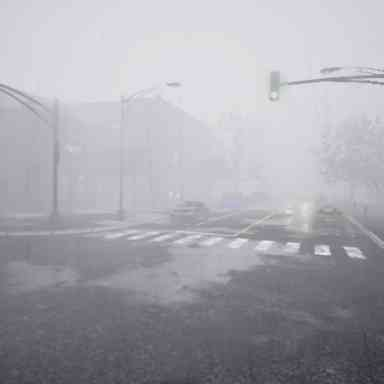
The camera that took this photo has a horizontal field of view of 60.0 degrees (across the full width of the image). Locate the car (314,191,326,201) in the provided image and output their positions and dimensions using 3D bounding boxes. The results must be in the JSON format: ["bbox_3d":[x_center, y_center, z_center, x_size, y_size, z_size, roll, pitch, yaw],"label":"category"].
[{"bbox_3d":[27.282,0.823,70.999,2.192,1.841,5.009,1,1,21],"label":"car"}]

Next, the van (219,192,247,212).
[{"bbox_3d":[3.872,0.911,32.386,1.690,1.788,3.998,1,1,21],"label":"van"}]

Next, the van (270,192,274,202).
[{"bbox_3d":[11.654,0.764,53.161,1.690,1.788,3.998,1,1,21],"label":"van"}]

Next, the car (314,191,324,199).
[{"bbox_3d":[31.173,0.748,81.386,2.192,1.841,5.009,1,1,21],"label":"car"}]

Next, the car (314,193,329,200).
[{"bbox_3d":[17.551,1.244,45.033,2.008,1.369,4.403,1,1,21],"label":"car"}]

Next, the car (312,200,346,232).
[{"bbox_3d":[7.883,1.402,19.223,1.752,1.417,4.829,1,1,21],"label":"car"}]

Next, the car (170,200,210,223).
[{"bbox_3d":[-0.023,1.226,22.002,1.802,1.307,4.206,1,1,21],"label":"car"}]

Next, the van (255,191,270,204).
[{"bbox_3d":[9.708,0.801,47.967,1.690,1.788,3.998,1,1,21],"label":"van"}]

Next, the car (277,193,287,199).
[{"bbox_3d":[21.377,0.819,79.133,1.802,1.307,4.206,1,1,21],"label":"car"}]

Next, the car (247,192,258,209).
[{"bbox_3d":[5.814,1.078,37.583,1.887,1.381,4.507,1,1,21],"label":"car"}]

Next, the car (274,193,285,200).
[{"bbox_3d":[17.486,0.877,68.745,1.947,1.339,4.313,1,1,21],"label":"car"}]
